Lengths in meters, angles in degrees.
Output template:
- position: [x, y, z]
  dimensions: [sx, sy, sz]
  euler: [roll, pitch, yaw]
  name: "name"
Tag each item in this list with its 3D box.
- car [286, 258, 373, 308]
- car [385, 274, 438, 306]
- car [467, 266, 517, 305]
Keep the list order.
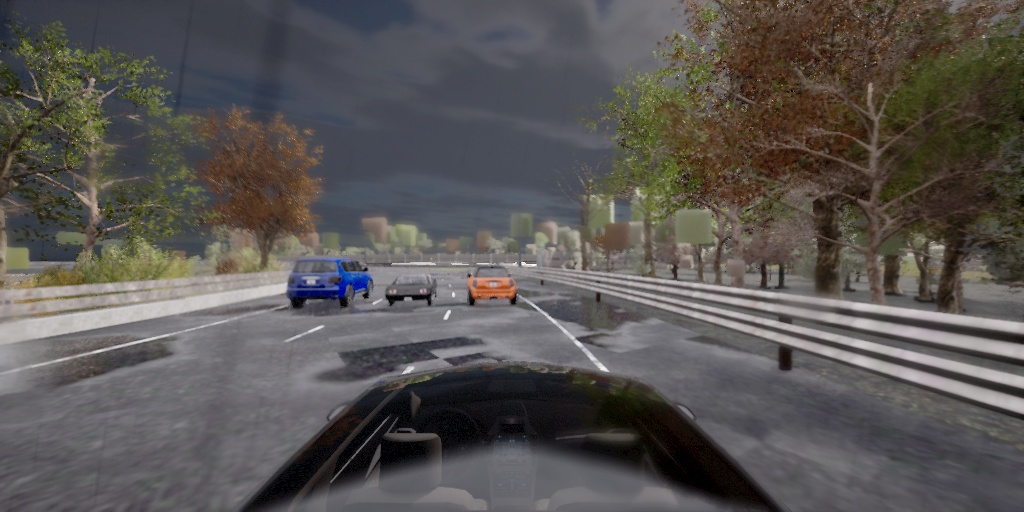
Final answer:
- position: [-8.001, 1.108, 16.289]
  dimensions: [2.150, 2.045, 5.566]
  euler: [0, 0, -8]
  name: "car"
- position: [-4.548, 1.496, 16.857]
  dimensions: [1.895, 1.301, 4.718]
  euler: [0, -1, -8]
  name: "car"
- position: [-1.077, 1.248, 17.307]
  dimensions: [2.097, 1.767, 4.553]
  euler: [0, -1, -8]
  name: "car"
